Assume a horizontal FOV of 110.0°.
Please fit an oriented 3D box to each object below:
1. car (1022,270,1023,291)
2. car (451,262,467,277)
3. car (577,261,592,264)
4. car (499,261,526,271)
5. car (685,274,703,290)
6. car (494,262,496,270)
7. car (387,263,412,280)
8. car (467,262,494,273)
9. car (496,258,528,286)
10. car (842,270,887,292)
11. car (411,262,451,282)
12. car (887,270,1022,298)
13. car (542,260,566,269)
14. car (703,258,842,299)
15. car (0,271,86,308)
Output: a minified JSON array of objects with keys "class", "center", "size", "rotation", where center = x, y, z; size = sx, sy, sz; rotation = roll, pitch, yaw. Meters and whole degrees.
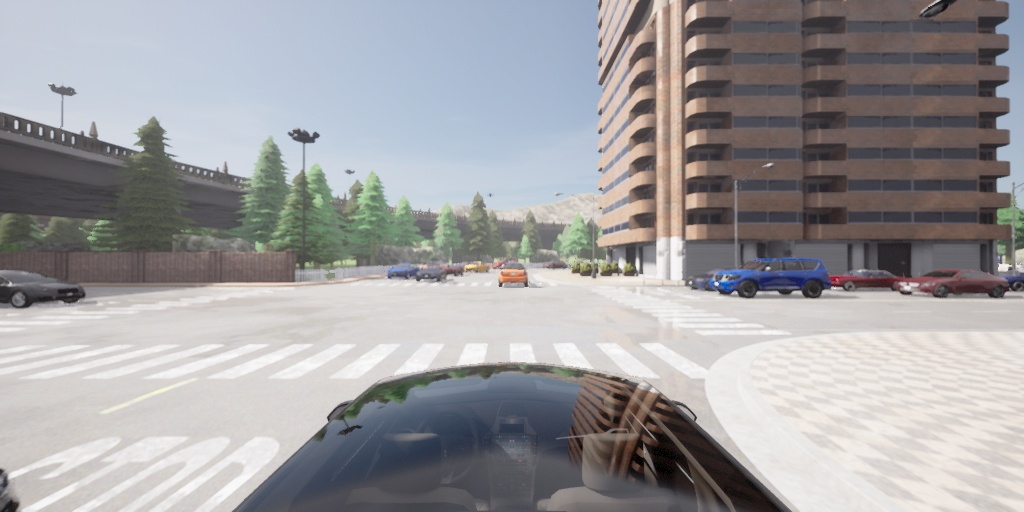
[{"class":"car","center":[32.129,1.538,22.507],"size":[4.718,1.301,1.895],"rotation":[0,0,0]},{"class":"car","center":[-6.730,1.594,40.196],"size":[1.895,1.301,4.718],"rotation":[0,0,5]},{"class":"car","center":[13.155,1.633,63.593],"size":[4.902,1.511,2.128],"rotation":[0,-1,-25]},{"class":"car","center":[0.089,1.631,57.937],"size":[1.812,1.442,4.674],"rotation":[0,0,38]},{"class":"car","center":[13.212,1.501,22.578],"size":[4.181,1.385,1.994],"rotation":[0,0,-1]},{"class":"car","center":[-1.057,1.355,62.335],"size":[2.150,2.045,5.566],"rotation":[0,0,42]},{"class":"car","center":[-10.381,1.436,34.590],"size":[1.882,1.535,5.008],"rotation":[0,0,2]},{"class":"car","center":[-4.769,1.528,49.132],"size":[1.882,1.535,5.008],"rotation":[0,0,21]},{"class":"car","center":[0.099,1.296,27.550],"size":[2.097,1.767,4.553],"rotation":[0,0,0]},{"class":"car","center":[21.972,1.538,22.546],"size":[4.718,1.301,1.895],"rotation":[0,0,0]},{"class":"car","center":[-6.998,1.502,31.440],"size":[1.994,1.385,4.181],"rotation":[0,0,1]},{"class":"car","center":[23.327,1.441,19.035],"size":[4.674,1.442,1.812],"rotation":[0,0,0]},{"class":"car","center":[7.551,1.500,64.765],"size":[4.553,1.767,2.097],"rotation":[0,0,-33]},{"class":"car","center":[13.646,1.137,19.064],"size":[5.566,2.045,2.150],"rotation":[0,0,0]},{"class":"car","center":[-21.437,1.397,15.417],"size":[4.892,1.490,1.837],"rotation":[0,0,0]}]
